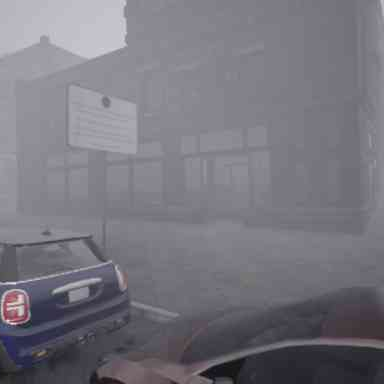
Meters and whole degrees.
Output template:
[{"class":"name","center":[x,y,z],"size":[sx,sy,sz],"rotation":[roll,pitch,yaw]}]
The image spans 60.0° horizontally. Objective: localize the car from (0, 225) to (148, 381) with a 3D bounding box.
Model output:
[{"class":"car","center":[-3.213,1.360,5.570],"size":[4.553,1.767,2.185],"rotation":[0,0,35]}]
